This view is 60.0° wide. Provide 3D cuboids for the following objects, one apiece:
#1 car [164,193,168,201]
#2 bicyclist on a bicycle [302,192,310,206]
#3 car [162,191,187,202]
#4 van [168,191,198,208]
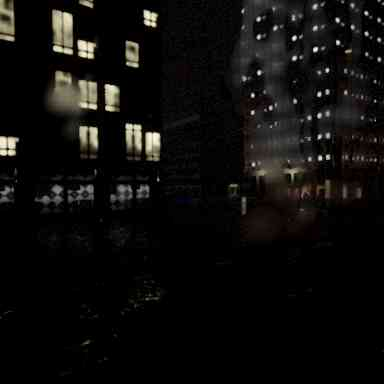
[{"bbox_3d":[-5.051,1.002,57.118,1.837,1.490,4.892,-1,1,-33],"label":"car"},{"bbox_3d":[13.561,0.827,39.580,1.656,1.620,0.582,-2,1,-34],"label":"bicyclist on a bicycle"},{"bbox_3d":[-3.196,0.764,59.111,2.192,1.841,5.009,-1,1,-34],"label":"car"},{"bbox_3d":[-0.827,1.015,40.652,1.690,1.788,3.998,-1,1,-34],"label":"van"}]
